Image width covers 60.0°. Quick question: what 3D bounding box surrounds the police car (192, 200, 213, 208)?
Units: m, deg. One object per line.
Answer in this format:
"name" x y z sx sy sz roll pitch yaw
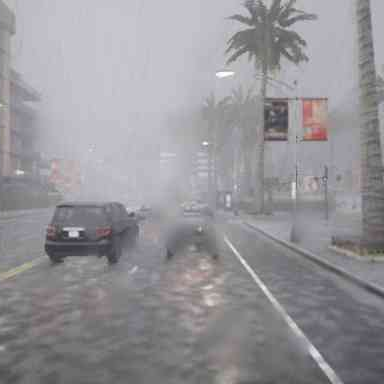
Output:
"police car" 1.028 1.770 32.336 1.930 1.638 5.238 0 -1 0

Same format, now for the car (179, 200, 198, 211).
"car" -0.587 1.983 49.571 1.801 1.575 5.366 0 -1 -12

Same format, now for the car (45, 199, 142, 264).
"car" -3.498 1.360 12.564 2.150 2.045 5.566 0 0 0

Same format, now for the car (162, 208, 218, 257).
"car" 0.014 1.652 13.494 1.837 1.490 4.892 0 0 1

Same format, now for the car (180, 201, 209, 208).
"car" -0.018 1.774 26.514 2.128 1.511 4.902 0 -1 0

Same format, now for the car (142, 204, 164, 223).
"car" -3.497 1.797 28.485 2.128 1.511 4.902 0 0 0

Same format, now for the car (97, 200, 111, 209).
"car" -15.567 2.128 58.635 1.837 1.490 4.892 1 -1 -21

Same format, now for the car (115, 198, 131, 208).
"car" -12.588 1.996 60.557 2.097 1.767 4.553 0 -1 -22
